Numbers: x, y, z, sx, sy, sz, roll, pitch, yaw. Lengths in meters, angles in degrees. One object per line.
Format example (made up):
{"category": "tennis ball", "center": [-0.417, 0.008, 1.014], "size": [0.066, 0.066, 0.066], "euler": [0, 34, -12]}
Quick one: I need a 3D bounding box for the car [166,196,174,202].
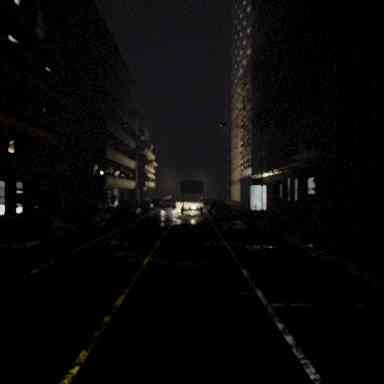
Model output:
{"category": "car", "center": [-5.712, 1.806, 85.878], "size": [1.802, 1.307, 4.206], "euler": [0, 0, 0]}

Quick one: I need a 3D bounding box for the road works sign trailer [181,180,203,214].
{"category": "road works sign trailer", "center": [-0.008, 0.546, 35.204], "size": [2.380, 3.560, 2.880], "euler": [0, 0, 0]}

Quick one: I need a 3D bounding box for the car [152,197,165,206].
{"category": "car", "center": [-5.705, 1.664, 57.466], "size": [1.752, 1.417, 4.829], "euler": [0, 0, 0]}

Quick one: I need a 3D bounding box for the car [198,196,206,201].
{"category": "car", "center": [2.667, 1.794, 91.529], "size": [2.008, 1.369, 4.403], "euler": [0, 0, 0]}

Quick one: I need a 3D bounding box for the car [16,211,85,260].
{"category": "car", "center": [-5.693, 1.609, 12.447], "size": [1.802, 1.307, 4.206], "euler": [0, 0, 0]}

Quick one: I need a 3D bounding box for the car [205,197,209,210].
{"category": "car", "center": [2.682, 1.521, 35.043], "size": [1.967, 1.590, 4.097], "euler": [0, 0, 0]}

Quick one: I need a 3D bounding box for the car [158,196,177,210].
{"category": "car", "center": [-3.099, 1.631, 45.090], "size": [1.812, 1.442, 4.674], "euler": [0, 0, 0]}

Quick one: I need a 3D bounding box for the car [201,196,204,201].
{"category": "car", "center": [2.677, 1.690, 51.989], "size": [1.947, 1.339, 4.313], "euler": [0, 0, 0]}

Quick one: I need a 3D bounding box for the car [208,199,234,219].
{"category": "car", "center": [2.683, 1.593, 29.565], "size": [1.752, 1.417, 4.829], "euler": [0, 0, 0]}

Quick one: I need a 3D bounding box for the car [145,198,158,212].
{"category": "car", "center": [-5.700, 1.645, 40.690], "size": [2.008, 1.369, 4.403], "euler": [0, 0, 0]}

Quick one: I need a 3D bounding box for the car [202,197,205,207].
{"category": "car", "center": [2.680, 1.646, 40.693], "size": [2.008, 1.369, 4.403], "euler": [0, 0, 0]}

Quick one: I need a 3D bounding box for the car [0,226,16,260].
{"category": "car", "center": [-5.692, 1.596, 6.798], "size": [1.802, 1.307, 4.206], "euler": [0, 0, 0]}

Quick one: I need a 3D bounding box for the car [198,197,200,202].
{"category": "car", "center": [2.670, 1.752, 80.231], "size": [1.887, 1.381, 4.507], "euler": [0, 0, 0]}

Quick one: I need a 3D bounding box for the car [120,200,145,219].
{"category": "car", "center": [-5.697, 1.507, 29.394], "size": [1.967, 1.590, 4.097], "euler": [0, 0, 0]}

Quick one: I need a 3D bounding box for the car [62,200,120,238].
{"category": "car", "center": [-5.695, 1.356, 18.096], "size": [2.192, 1.841, 5.009], "euler": [0, 0, 0]}

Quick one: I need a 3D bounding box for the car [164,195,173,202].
{"category": "car", "center": [-5.710, 1.647, 80.230], "size": [1.967, 1.590, 4.097], "euler": [0, 0, 0]}
